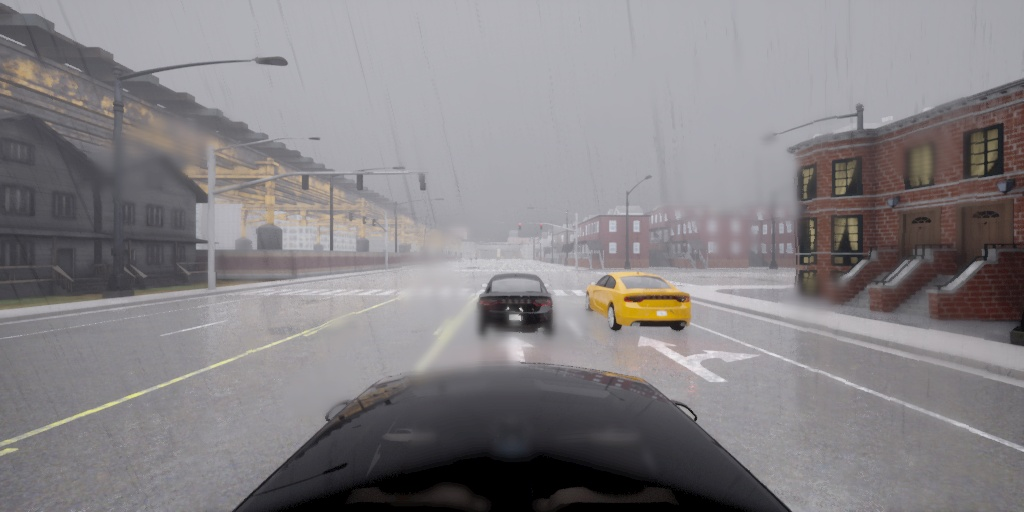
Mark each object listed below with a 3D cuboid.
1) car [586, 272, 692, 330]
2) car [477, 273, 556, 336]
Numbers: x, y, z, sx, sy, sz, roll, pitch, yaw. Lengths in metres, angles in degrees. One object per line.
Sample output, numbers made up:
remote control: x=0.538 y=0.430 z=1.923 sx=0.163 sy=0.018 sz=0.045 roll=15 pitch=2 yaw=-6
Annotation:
car: x=3.604 y=1.227 z=11.097 sx=1.882 sy=1.535 sz=5.008 roll=0 pitch=0 yaw=0
car: x=0.102 y=1.227 z=10.392 sx=1.882 sy=1.535 sz=5.008 roll=0 pitch=0 yaw=0
